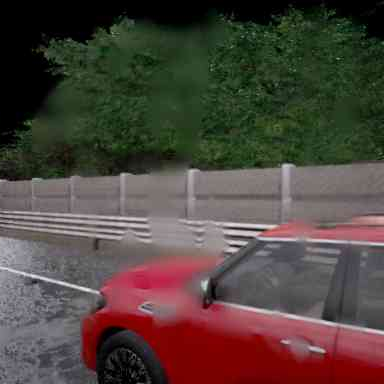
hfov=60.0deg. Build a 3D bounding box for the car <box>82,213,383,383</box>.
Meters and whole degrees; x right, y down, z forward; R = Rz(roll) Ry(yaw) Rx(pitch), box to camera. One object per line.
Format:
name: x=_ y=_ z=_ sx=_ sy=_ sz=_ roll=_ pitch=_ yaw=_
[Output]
car: x=1.418 y=1.224 z=2.981 sx=5.566 sy=2.045 sz=2.150 roll=0 pitch=0 yaw=35
